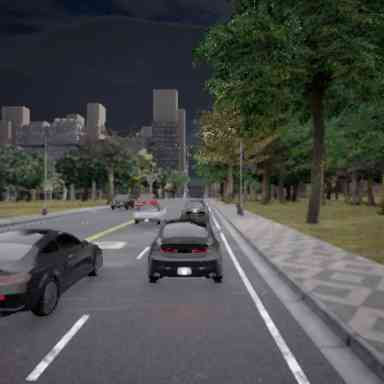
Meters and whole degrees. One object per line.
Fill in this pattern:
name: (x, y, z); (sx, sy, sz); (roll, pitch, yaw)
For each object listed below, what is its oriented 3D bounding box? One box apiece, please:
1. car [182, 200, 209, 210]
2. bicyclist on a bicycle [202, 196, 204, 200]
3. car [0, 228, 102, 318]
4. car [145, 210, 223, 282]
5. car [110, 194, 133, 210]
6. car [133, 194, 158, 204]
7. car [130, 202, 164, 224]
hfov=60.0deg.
car: (0.293, 1.393, 26.245); (2.097, 1.767, 4.553); (0, 0, 2)
bicyclist on a bicycle: (3.111, 1.827, 94.547); (0.659, 1.776, 1.843); (0, 0, 2)
car: (-3.434, 1.530, 7.344); (1.812, 1.442, 4.674); (0, 0, 1)
car: (-0.137, 1.511, 9.791); (1.837, 1.490, 4.892); (0, 0, 1)
car: (-9.102, 1.333, 44.046); (2.150, 2.045, 5.566); (0, -1, 2)
car: (-5.855, 1.331, 43.909); (2.150, 2.045, 5.566); (0, -1, 2)
car: (-3.006, 1.639, 24.756); (1.895, 1.301, 4.718); (0, 0, 2)
